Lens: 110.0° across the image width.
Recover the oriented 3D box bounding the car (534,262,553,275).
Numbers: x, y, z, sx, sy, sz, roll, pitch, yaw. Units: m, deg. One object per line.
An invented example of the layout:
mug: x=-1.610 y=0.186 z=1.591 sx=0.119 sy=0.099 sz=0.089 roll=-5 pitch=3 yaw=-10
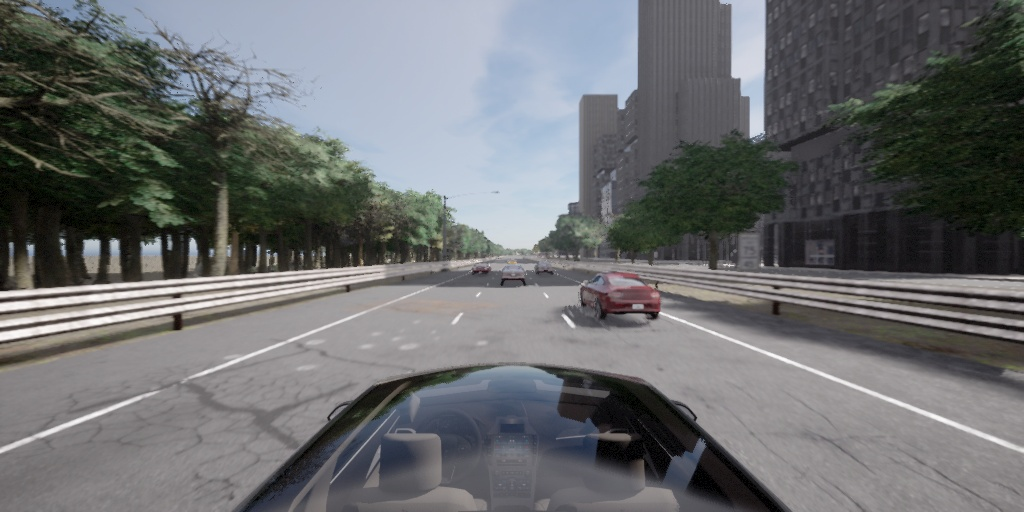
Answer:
car: x=3.586 y=1.396 z=40.990 sx=2.033 sy=1.411 sz=5.357 roll=0 pitch=0 yaw=0

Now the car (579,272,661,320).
car: x=3.596 y=1.285 z=12.526 sx=1.812 sy=1.442 sz=4.674 roll=0 pitch=0 yaw=0

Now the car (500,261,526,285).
car: x=0.092 y=1.342 z=27.012 sx=2.033 sy=1.411 sz=5.357 roll=0 pitch=0 yaw=0

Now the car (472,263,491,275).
car: x=-3.407 y=1.450 z=41.190 sx=1.895 sy=1.301 sz=4.718 roll=0 pitch=0 yaw=0
